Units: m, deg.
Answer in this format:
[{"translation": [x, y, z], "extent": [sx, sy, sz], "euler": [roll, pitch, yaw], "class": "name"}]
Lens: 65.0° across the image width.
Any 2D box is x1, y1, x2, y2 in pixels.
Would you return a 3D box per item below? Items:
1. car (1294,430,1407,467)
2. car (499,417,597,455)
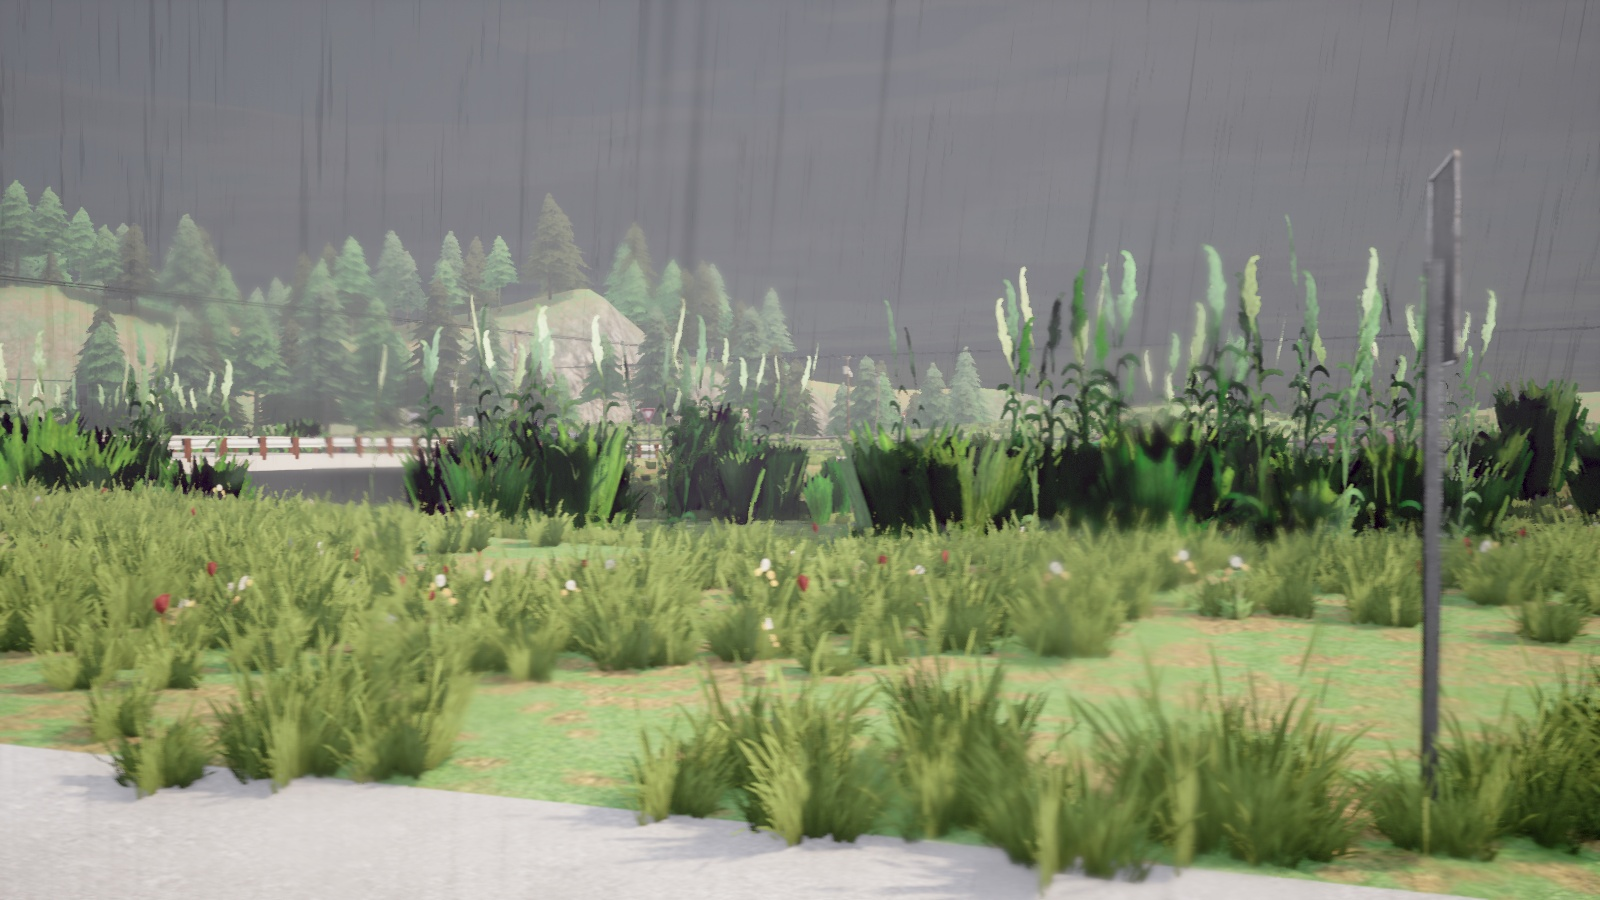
[{"translation": [26.246, -0.098, 59.997], "extent": [4.856, 1.649, 2.033], "euler": [1, 1, 24], "class": "car"}, {"translation": [-12.067, -0.650, 60.413], "extent": [2.242, 1.667, 4.611], "euler": [1, -1, 26], "class": "car"}]
